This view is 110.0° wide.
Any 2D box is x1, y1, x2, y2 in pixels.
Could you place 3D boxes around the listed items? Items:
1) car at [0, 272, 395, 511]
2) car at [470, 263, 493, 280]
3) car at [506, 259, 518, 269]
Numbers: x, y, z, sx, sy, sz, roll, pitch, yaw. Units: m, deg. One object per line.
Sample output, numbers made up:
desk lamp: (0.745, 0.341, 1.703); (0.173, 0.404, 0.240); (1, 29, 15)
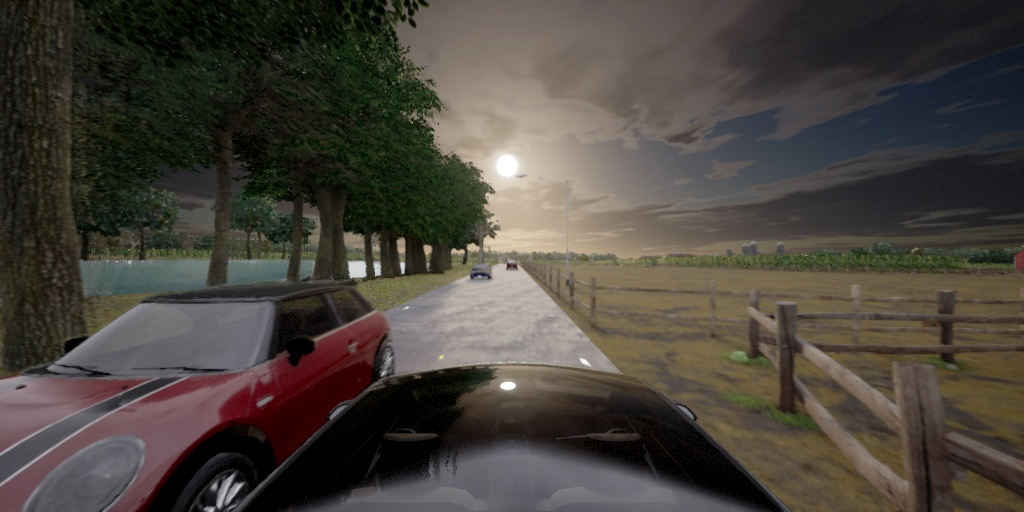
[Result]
car: (-2.841, 1.105, 3.607); (2.097, 1.767, 4.553); (0, 0, 0)
car: (-2.753, 1.390, 33.350); (2.033, 1.411, 5.357); (0, 0, 0)
car: (-0.004, 1.477, 60.785); (1.882, 1.535, 5.008); (0, 0, 0)
